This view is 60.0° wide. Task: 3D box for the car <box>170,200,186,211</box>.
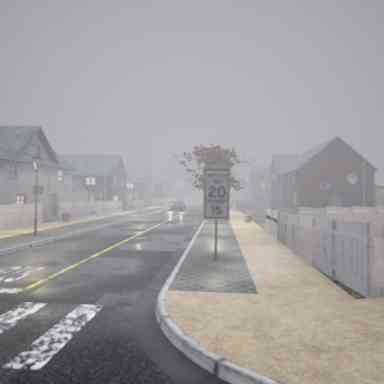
[{"bbox_3d":[-2.000,1.977,47.844,1.837,1.490,4.892,1,-1,5],"label":"car"}]
